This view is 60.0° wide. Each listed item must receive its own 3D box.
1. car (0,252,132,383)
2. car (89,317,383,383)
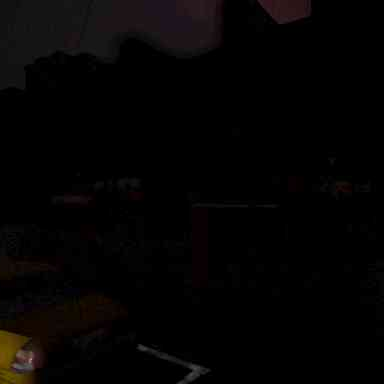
[{"bbox_3d":[-2.959,1.574,4.924,4.829,1.417,1.752,-1,-1,35],"label":"car"},{"bbox_3d":[1.695,1.560,1.612,4.313,1.339,1.947,-1,-1,35],"label":"car"}]
